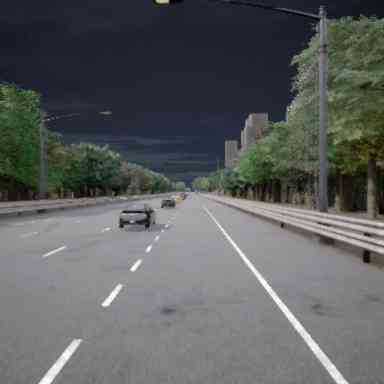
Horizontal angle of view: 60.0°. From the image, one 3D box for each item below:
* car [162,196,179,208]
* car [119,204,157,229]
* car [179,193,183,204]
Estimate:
[{"bbox_3d":[-3.359,1.548,48.790,1.837,1.490,4.892,0,0,0],"label":"car"},{"bbox_3d":[-3.435,1.507,21.655,2.128,1.511,4.902,0,0,0],"label":"car"},{"bbox_3d":[-3.309,1.554,66.798,1.882,1.535,5.008,0,0,0],"label":"car"}]
